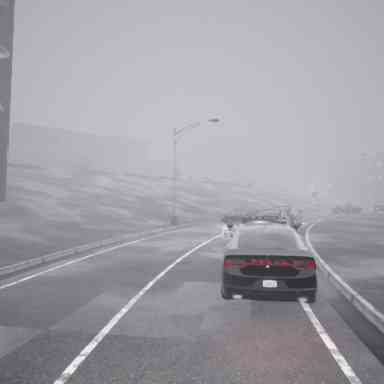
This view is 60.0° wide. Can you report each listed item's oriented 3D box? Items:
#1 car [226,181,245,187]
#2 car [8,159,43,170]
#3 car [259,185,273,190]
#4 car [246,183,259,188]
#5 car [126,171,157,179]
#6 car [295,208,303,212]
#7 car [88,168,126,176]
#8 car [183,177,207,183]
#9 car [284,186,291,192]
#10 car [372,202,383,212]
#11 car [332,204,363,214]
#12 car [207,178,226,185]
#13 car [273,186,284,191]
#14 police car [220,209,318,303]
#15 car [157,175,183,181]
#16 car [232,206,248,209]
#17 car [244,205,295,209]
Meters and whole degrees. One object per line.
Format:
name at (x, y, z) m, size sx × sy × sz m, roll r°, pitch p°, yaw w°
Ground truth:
car at (7.869, -1.378, 67.818) m, size 4.792 × 1.488 × 2.163 m, roll 4°, pitch -6°, yaw -44°
car at (-21.494, -3.264, 42.540) m, size 4.553 × 1.767 × 2.185 m, roll 3°, pitch -5°, yaw -39°
car at (15.509, -0.839, 75.631) m, size 2.231 × 1.521 × 4.892 m, roll -4°, pitch -6°, yaw 44°
car at (11.765, -1.085, 71.717) m, size 2.002 × 1.452 × 4.674 m, roll -4°, pitch -6°, yaw 45°
car at (-8.713, -2.483, 52.884) m, size 4.892 × 1.521 × 2.231 m, roll 3°, pitch -5°, yaw -39°
car at (6.390, 1.680, 22.935) m, size 1.837 × 1.490 × 4.892 m, roll -2°, pitch -1°, yaw 25°
car at (-12.995, -2.711, 49.409) m, size 4.892 × 1.521 × 2.231 m, roll 3°, pitch -5°, yaw -39°
car at (-0.315, -1.965, 60.118) m, size 5.008 × 1.535 × 2.097 m, roll 4°, pitch -5°, yaw -41°
car at (23.014, -0.423, 83.999) m, size 2.435 × 2.045 × 5.566 m, roll -4°, pitch -6°, yaw 41°
car at (28.534, 2.274, 49.320) m, size 4.674 × 1.442 × 1.812 m, roll 1°, pitch -4°, yaw -38°
car at (19.679, 2.148, 42.052) m, size 4.718 × 1.301 × 1.895 m, roll 1°, pitch -4°, yaw -40°
car at (3.748, -1.820, 63.860) m, size 4.553 × 1.767 × 2.185 m, roll 4°, pitch -6°, yaw -42°
car at (19.308, -0.644, 79.791) m, size 2.185 × 1.767 × 4.553 m, roll -4°, pitch -6°, yaw 42°
police car at (1.835, 1.452, 8.506) m, size 1.930 × 1.638 × 5.238 m, roll -1°, pitch 0°, yaw 10°
car at (-4.475, -2.190, 56.454) m, size 4.674 × 1.452 × 2.002 m, roll 3°, pitch -5°, yaw -40°
car at (4.186, 1.910, 28.055) m, size 2.033 × 1.411 × 5.357 m, roll -2°, pitch -2°, yaw 28°
car at (4.221, 1.613, 17.634) m, size 1.837 × 1.490 × 4.892 m, roll -1°, pitch -1°, yaw 19°
